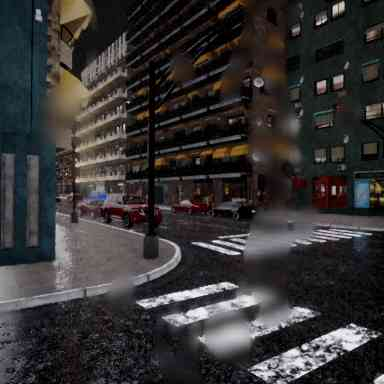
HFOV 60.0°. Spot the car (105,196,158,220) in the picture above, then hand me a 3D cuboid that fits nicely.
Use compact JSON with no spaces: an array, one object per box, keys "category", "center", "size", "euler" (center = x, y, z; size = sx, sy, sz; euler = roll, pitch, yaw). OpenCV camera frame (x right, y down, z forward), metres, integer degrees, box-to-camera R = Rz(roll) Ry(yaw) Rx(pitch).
[{"category":"car","center":[-4.849,1.152,25.900],"size":[2.128,1.511,4.902],"euler":[1,1,-36]}]

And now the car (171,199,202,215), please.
[{"category":"car","center":[-0.206,1.289,29.376],"size":[1.802,1.307,4.206],"euler":[2,0,-36]}]

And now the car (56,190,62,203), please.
[{"category":"car","center":[-19.889,0.839,46.720],"size":[2.033,1.411,5.357],"euler":[1,0,-36]}]

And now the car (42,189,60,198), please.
[{"category":"car","center":[-29.681,0.301,69.926],"size":[2.192,1.841,5.009],"euler":[2,0,-36]}]

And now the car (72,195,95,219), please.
[{"category":"car","center":[-7.006,1.183,24.480],"size":[1.887,1.381,4.507],"euler":[2,0,-36]}]

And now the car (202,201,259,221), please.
[{"category":"car","center":[3.070,1.354,24.871],"size":[1.947,1.339,4.313],"euler":[2,0,-36]}]

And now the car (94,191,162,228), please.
[{"category":"car","center":[-3.724,1.034,19.975],"size":[2.192,1.841,5.009],"euler":[2,0,-36]}]

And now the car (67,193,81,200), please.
[{"category":"car","center":[-19.860,0.770,56.409],"size":[1.887,1.381,4.507],"euler":[2,0,-36]}]

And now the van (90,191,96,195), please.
[{"category":"van","center":[-13.304,0.727,47.399],"size":[1.690,1.788,3.998],"euler":[2,0,-36]}]
